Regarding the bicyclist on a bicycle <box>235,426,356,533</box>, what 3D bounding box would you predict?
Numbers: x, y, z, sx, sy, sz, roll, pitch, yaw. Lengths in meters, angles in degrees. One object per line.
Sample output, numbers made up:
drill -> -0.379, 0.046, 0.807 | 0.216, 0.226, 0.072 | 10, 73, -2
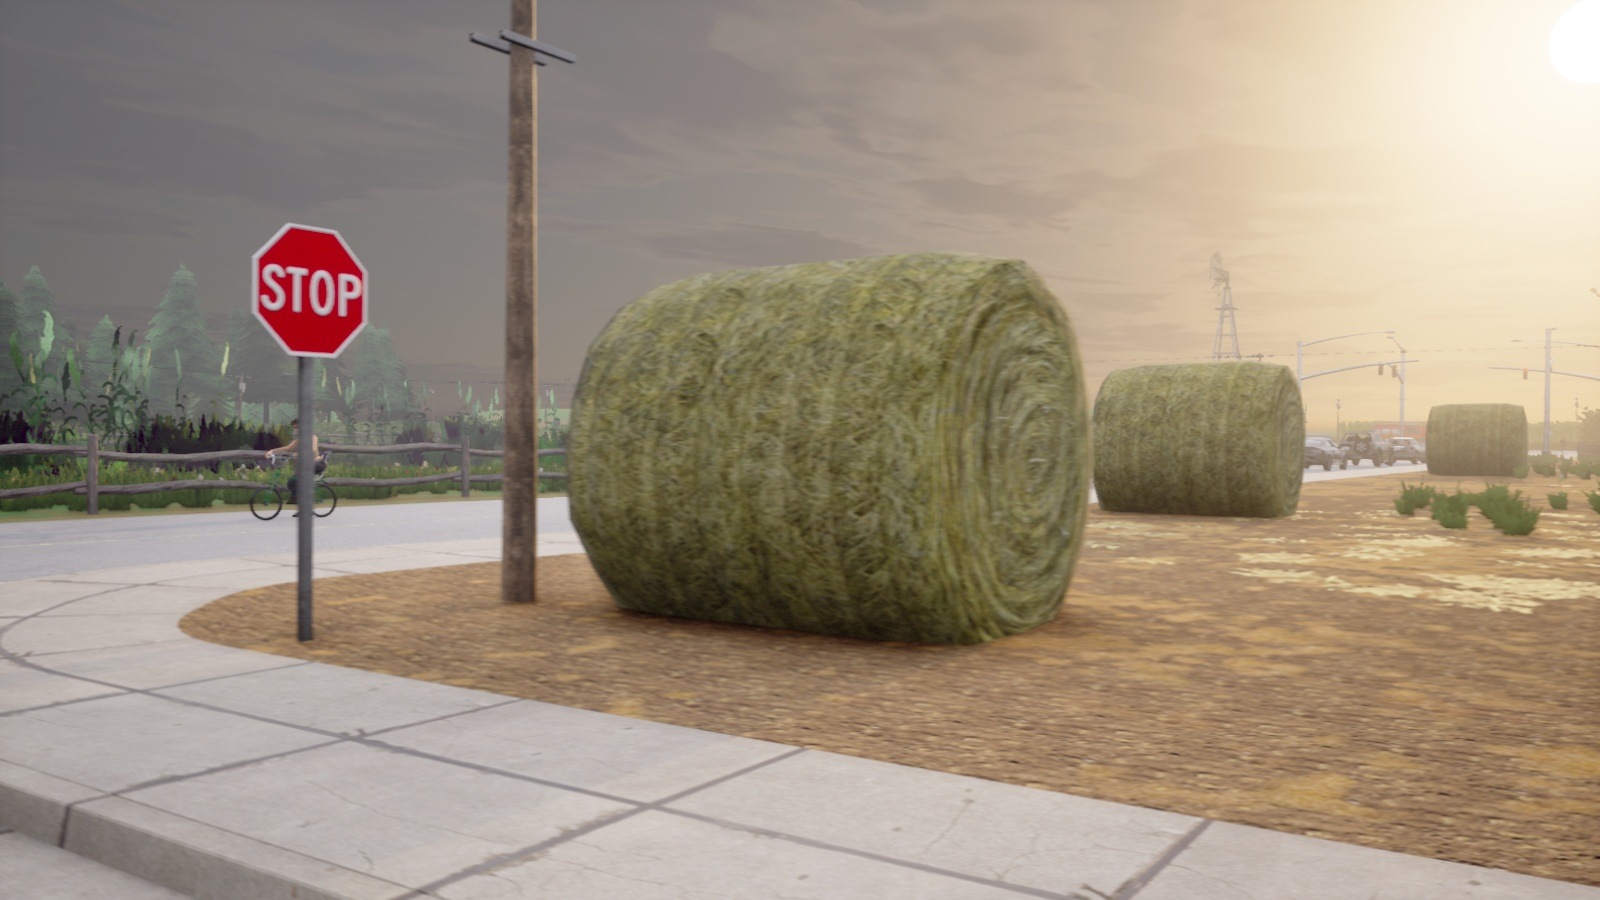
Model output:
bicyclist on a bicycle -> -7.910, 0.428, 19.729 | 0.866, 1.612, 1.509 | 0, 1, 36

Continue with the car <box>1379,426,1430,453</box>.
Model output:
car -> 34.159, -0.620, 70.926 | 1.970, 1.475, 3.806 | 0, 1, 36

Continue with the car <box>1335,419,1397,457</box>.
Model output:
car -> 28.622, -0.616, 63.411 | 1.932, 1.855, 4.605 | 0, 1, 36

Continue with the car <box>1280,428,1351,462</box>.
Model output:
car -> 22.864, -0.249, 55.596 | 1.812, 1.442, 4.674 | 0, 1, 36
